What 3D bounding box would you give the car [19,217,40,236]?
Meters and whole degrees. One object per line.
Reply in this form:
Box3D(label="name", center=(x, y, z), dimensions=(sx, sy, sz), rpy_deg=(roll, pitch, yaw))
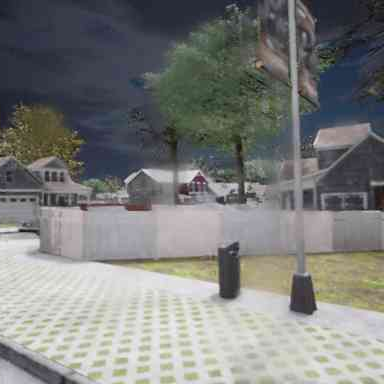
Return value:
Box3D(label="car", center=(-7.598, 1.892, 20.327), dimensions=(2.033, 1.411, 5.357), rpy_deg=(-3, -2, 33))
